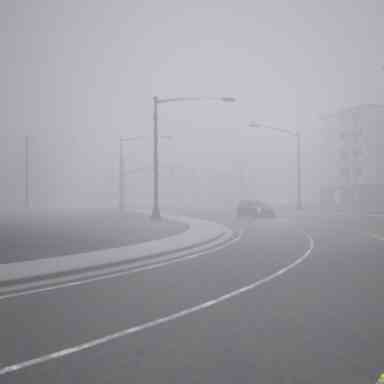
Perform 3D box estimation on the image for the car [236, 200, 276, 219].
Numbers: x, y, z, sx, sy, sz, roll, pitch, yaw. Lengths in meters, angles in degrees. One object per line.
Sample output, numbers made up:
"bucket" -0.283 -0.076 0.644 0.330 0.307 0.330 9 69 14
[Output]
"car" 5.930 1.551 31.190 2.097 1.767 4.553 0 0 -20
